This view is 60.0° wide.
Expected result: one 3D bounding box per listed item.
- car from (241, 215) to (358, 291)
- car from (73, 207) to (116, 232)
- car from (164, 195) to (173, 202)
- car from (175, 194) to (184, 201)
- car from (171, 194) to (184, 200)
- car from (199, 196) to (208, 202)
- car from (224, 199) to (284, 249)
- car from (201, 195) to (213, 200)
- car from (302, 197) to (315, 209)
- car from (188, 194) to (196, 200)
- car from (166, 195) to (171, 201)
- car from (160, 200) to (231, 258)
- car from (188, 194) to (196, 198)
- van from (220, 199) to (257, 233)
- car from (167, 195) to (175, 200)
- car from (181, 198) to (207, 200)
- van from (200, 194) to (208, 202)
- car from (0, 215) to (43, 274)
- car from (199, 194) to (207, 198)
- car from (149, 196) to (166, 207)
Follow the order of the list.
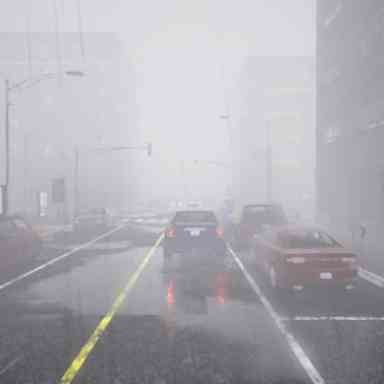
[{"bbox_3d":[2.684,1.540,8.888,1.887,1.381,4.507,0,0,0],"label":"car"},{"bbox_3d":[-5.697,1.571,19.945,1.802,1.307,4.206,0,0,0],"label":"car"},{"bbox_3d":[-5.700,1.530,79.968,1.887,1.381,4.507,0,0,0],"label":"car"},{"bbox_3d":[-3.002,1.337,82.183,2.097,1.767,4.553,0,0,0],"label":"car"},{"bbox_3d":[-3.005,1.581,66.646,1.895,1.301,4.718,0,0,0],"label":"car"},{"bbox_3d":[2.681,1.552,79.956,1.947,1.339,4.313,0,0,0],"label":"car"},{"bbox_3d":[2.682,1.307,14.416,2.192,1.841,5.009,0,0,0],"label":"car"},{"bbox_3d":[2.682,1.563,52.338,1.802,1.307,4.206,0,0,0],"label":"car"},{"bbox_3d":[15.758,1.015,39.477,5.009,1.841,2.192,-1,1,0],"label":"car"},{"bbox_3d":[-0.003,1.362,91.800,2.033,1.411,5.357,0,0,0],"label":"car"},{"bbox_3d":[-5.699,1.547,63.397,1.947,1.339,4.313,0,0,0],"label":"car"},{"bbox_3d":[0.100,1.344,12.807,2.097,1.767,4.553,0,0,0],"label":"car"},{"bbox_3d":[-0.004,1.503,81.794,1.812,1.442,4.674,0,0,0],"label":"car"},{"bbox_3d":[2.682,1.331,19.944,1.690,1.788,3.998,0,0,0],"label":"van"},{"bbox_3d":[-5.700,1.571,91.015,1.802,1.307,4.206,0,0,0],"label":"car"},{"bbox_3d":[0.099,1.511,27.038,1.812,1.442,4.674,0,0,0],"label":"car"},{"bbox_3d":[2.680,1.325,74.432,1.690,1.788,3.998,0,0,0],"label":"van"},{"bbox_3d":[-5.698,1.435,8.889,1.967,1.590,4.097,0,0,0],"label":"car"},{"bbox_3d":[2.682,1.547,57.862,1.947,1.339,4.313,0,0,0],"label":"car"},{"bbox_3d":[-5.699,1.547,52.350,1.947,1.339,4.313,0,0,0],"label":"car"}]
